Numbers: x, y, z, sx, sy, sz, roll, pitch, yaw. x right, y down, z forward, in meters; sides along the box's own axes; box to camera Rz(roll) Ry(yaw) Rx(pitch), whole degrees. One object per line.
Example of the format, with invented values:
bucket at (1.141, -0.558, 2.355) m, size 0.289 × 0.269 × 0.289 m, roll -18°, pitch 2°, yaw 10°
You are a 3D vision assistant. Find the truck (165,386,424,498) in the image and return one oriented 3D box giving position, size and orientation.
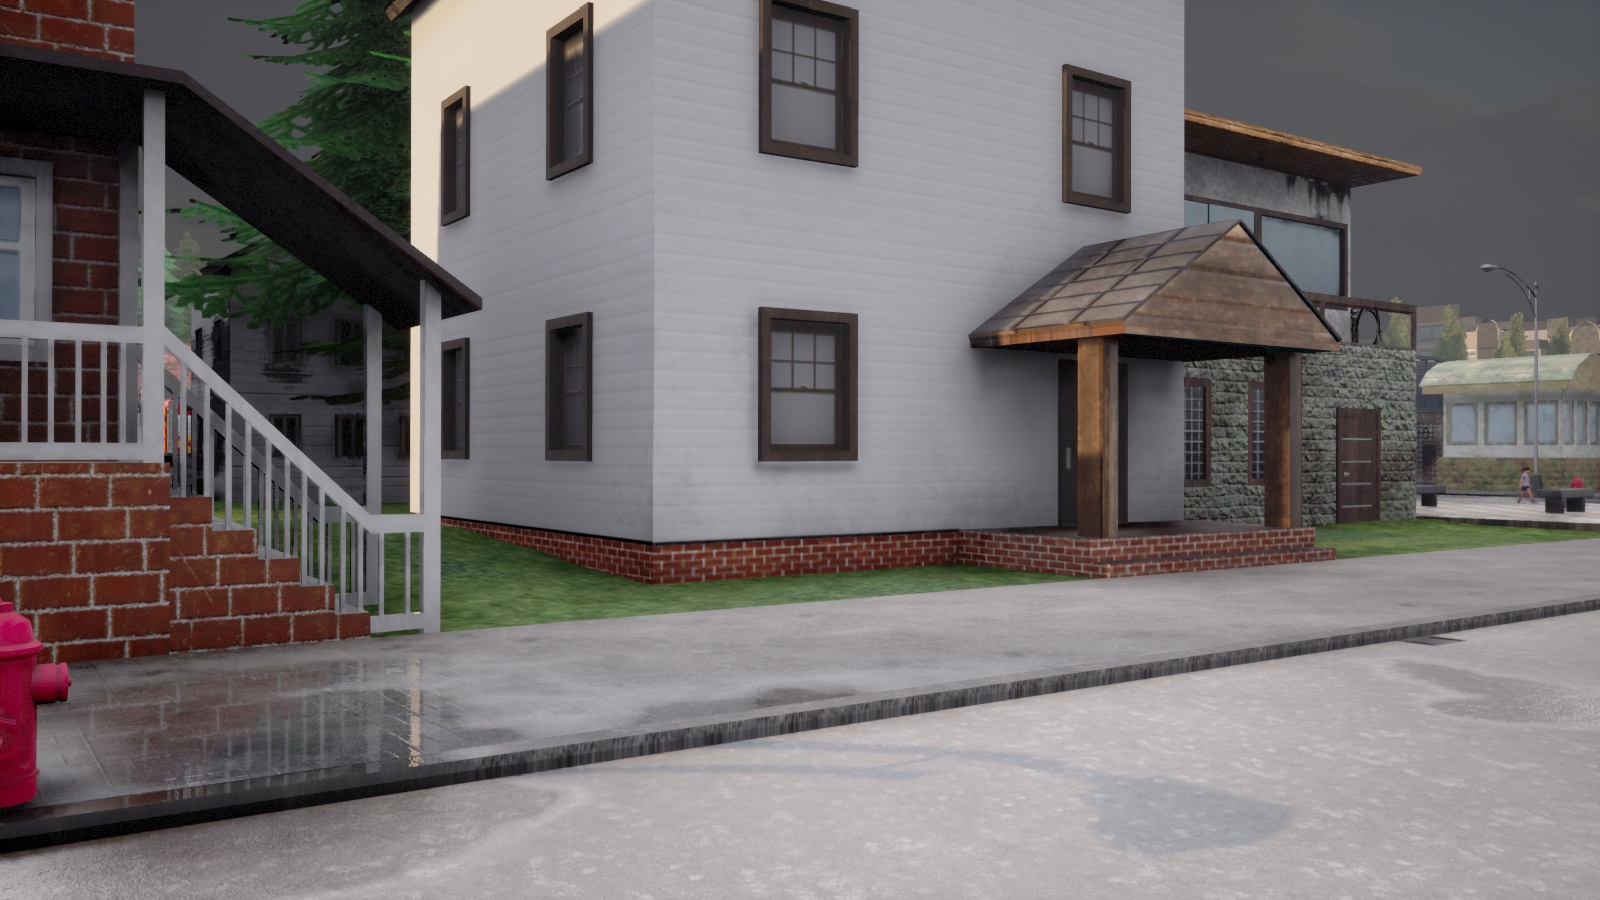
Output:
truck at (-18.604, -0.266, 46.530) m, size 8.468 × 3.827 × 2.891 m, roll 0°, pitch 0°, yaw -35°

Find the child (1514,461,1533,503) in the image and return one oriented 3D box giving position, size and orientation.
child at (19.478, 0.858, 33.798) m, size 0.394 × 1.110 × 0.255 m, roll 0°, pitch 0°, yaw 40°
